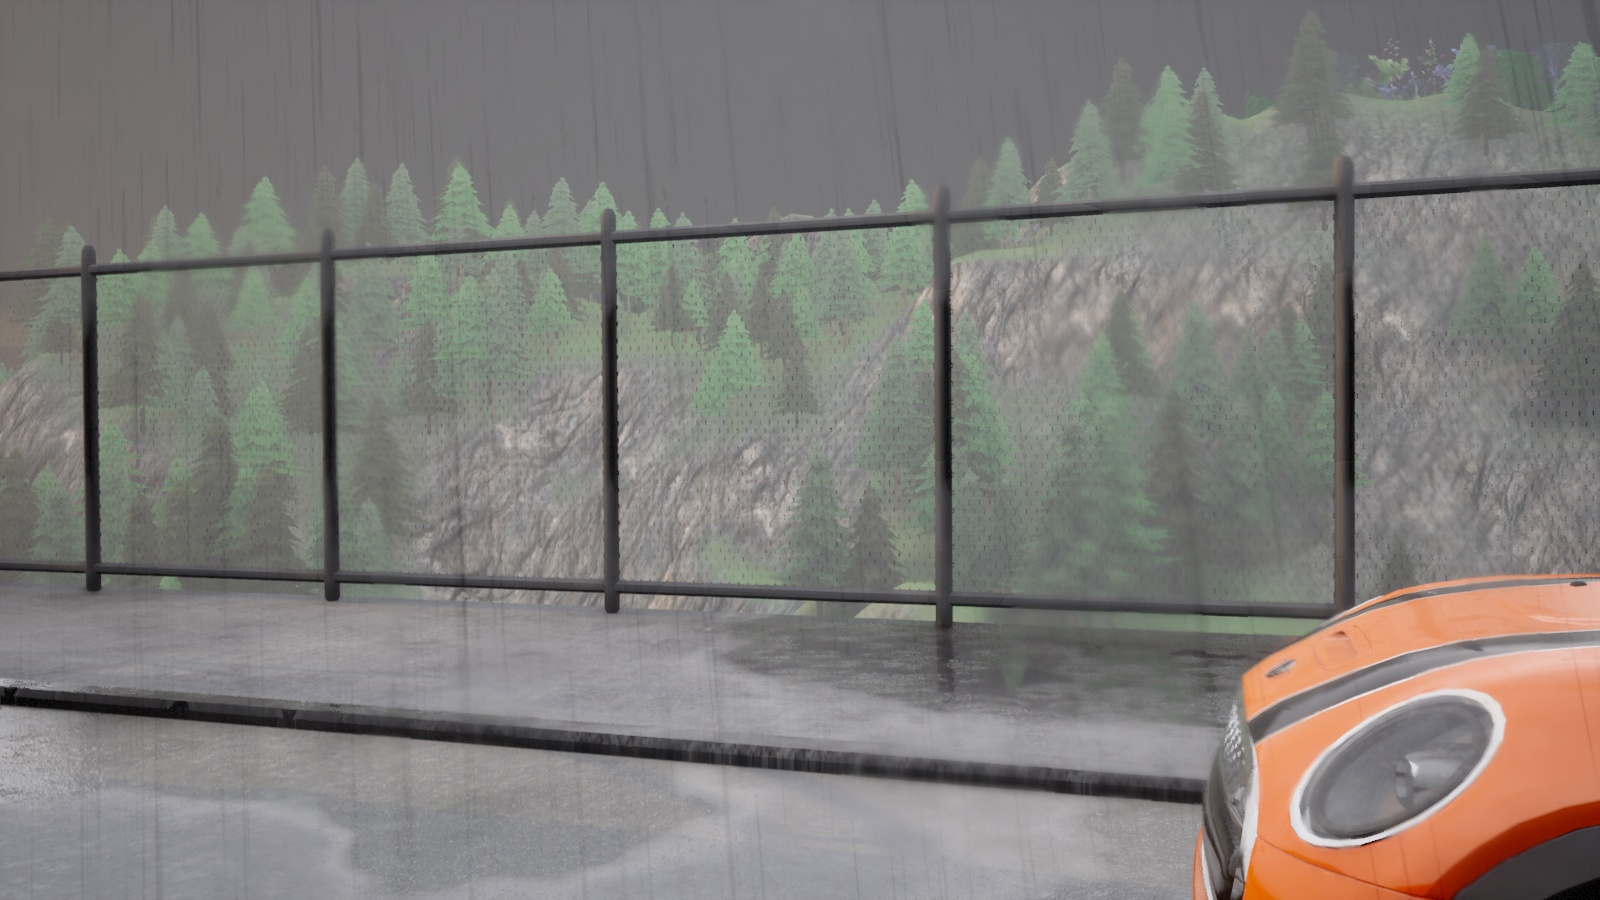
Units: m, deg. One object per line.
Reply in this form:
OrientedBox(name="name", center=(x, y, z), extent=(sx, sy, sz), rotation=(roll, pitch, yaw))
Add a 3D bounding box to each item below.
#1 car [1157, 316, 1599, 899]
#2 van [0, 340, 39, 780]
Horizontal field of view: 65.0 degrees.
OrientedBox(name="car", center=(3.171, 0.649, 2.652), extent=(4.553, 1.767, 2.097), rotation=(0, 1, 19))
OrientedBox(name="van", center=(-5.937, 0.496, 5.713), extent=(4.442, 1.987, 1.775), rotation=(0, 1, 19))
